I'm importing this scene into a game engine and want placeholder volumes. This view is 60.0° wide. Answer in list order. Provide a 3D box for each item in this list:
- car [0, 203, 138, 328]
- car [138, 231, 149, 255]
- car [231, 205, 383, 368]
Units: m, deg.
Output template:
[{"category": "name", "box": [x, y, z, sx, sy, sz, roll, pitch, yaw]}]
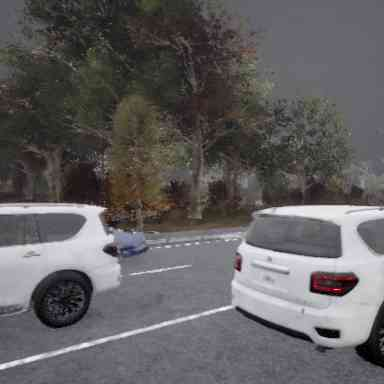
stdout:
[{"category": "car", "box": [-3.952, 1.222, 5.473, 5.566, 2.045, 2.150, 1, 0, -36]}, {"category": "car", "box": [-3.947, 1.559, 9.779, 5.357, 1.411, 2.033, 0, 0, -36]}, {"category": "car", "box": [3.218, 1.254, 6.044, 5.566, 2.045, 2.150, 0, 0, -36]}]
